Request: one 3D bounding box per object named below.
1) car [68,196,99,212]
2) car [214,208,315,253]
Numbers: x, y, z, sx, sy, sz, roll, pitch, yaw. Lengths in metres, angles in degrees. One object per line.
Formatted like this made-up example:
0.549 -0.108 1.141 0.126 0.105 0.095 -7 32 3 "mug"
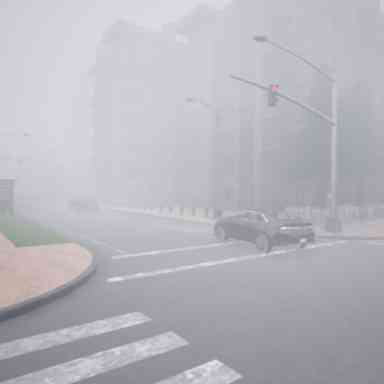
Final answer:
-10.959 1.121 33.355 1.882 1.535 5.008 0 1 -35 "car"
2.703 1.415 13.518 2.128 1.511 4.902 1 0 -27 "car"
